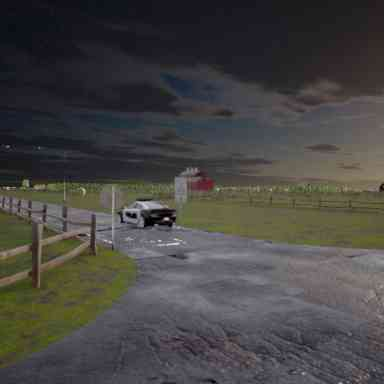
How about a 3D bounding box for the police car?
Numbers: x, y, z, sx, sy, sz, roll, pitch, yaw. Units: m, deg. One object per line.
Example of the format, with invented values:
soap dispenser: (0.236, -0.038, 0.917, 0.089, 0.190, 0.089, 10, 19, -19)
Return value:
police car: (-2.903, 1.236, 20.069, 1.930, 1.638, 5.238, 1, 0, -36)
